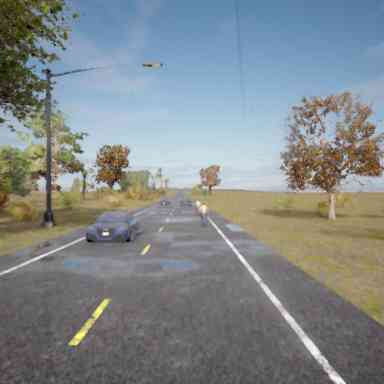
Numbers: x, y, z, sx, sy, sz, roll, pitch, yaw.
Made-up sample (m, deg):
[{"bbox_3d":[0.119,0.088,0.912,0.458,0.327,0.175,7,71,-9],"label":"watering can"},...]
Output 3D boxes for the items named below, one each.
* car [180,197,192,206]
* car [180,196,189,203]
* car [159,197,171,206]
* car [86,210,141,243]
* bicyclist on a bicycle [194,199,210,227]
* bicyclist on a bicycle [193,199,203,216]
[{"bbox_3d":[-0.975,1.607,55.535,2.128,1.511,4.902,0,0,-2],"label":"car"},{"bbox_3d":[-1.636,1.703,74.108,1.994,1.385,4.181,0,0,-2],"label":"car"},{"bbox_3d":[-4.684,1.625,57.821,1.837,1.490,4.892,0,0,-1],"label":"car"},{"bbox_3d":[-3.713,1.601,16.256,1.994,1.385,4.181,0,0,-1],"label":"car"},{"bbox_3d":[0.792,1.485,22.333,0.866,1.612,1.509,0,0,-1],"label":"bicyclist on a bicycle"},{"bbox_3d":[0.594,1.506,32.358,0.866,1.612,1.509,0,0,-2],"label":"bicyclist on a bicycle"}]
